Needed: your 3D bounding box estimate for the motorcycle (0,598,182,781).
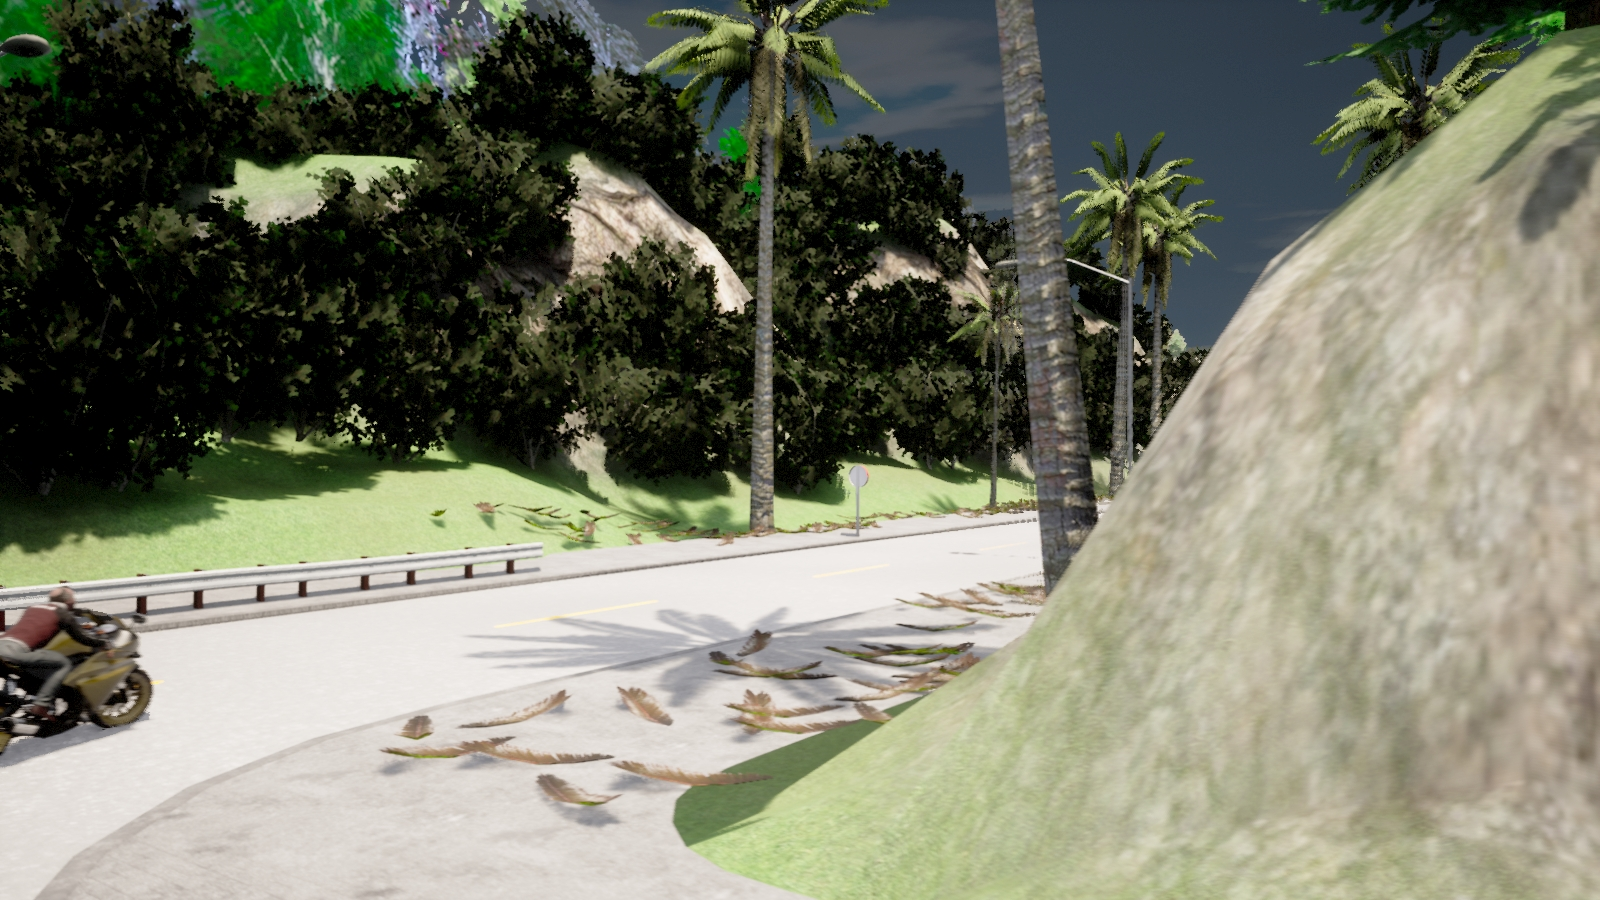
[{"bbox_3d":[-7.057,2.192,10.768,0.867,1.251,2.209,3,1,13],"label":"motorcycle"}]
